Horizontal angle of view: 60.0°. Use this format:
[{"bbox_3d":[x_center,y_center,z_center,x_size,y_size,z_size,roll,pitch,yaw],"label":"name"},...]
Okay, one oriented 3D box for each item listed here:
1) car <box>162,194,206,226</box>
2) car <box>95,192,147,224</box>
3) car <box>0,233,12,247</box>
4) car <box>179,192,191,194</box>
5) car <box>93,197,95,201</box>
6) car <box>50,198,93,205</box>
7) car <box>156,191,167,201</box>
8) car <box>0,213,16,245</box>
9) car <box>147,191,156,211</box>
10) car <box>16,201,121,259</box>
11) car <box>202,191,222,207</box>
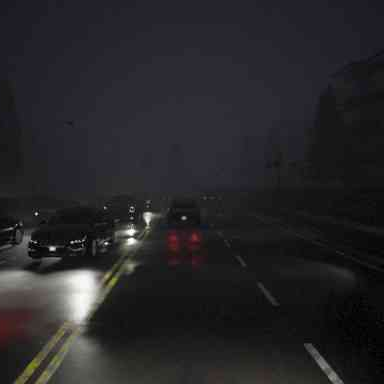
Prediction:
[{"bbox_3d":[-0.510,1.111,20.049,2.128,1.511,4.902,0,1,-2],"label":"car"},{"bbox_3d":[-4.259,0.961,20.701,2.097,1.767,4.553,0,1,-2],"label":"car"},{"bbox_3d":[-3.598,1.446,2.374,2.128,1.511,4.902,0,1,-4],"label":"car"},{"bbox_3d":[-1.099,0.666,47.515,1.994,1.385,4.181,0,1,-22],"label":"car"},{"bbox_3d":[-8.149,1.000,29.985,1.994,1.385,4.181,0,1,-4],"label":"car"},{"bbox_3d":[-7.725,1.224,20.070,1.895,1.301,4.718,0,1,-2],"label":"car"},{"bbox_3d":[-4.858,0.608,47.234,1.837,1.490,4.892,0,-1,-22],"label":"car"},{"bbox_3d":[-7.432,1.355,11.146,1.994,1.385,4.181,0,1,-2],"label":"car"},{"bbox_3d":[-4.682,0.779,30.396,2.097,1.767,4.553,0,1,-4],"label":"car"},{"bbox_3d":[-3.947,1.284,11.647,1.837,1.490,4.892,0,1,-2],"label":"car"},{"bbox_3d":[1.816,0.664,36.271,2.097,1.767,4.553,0,1,-8],"label":"car"}]
